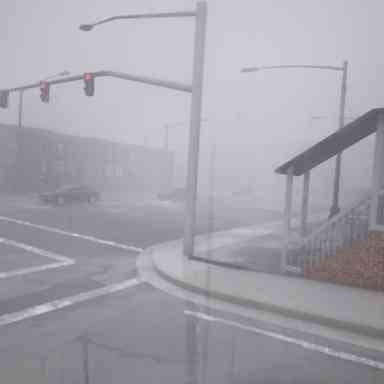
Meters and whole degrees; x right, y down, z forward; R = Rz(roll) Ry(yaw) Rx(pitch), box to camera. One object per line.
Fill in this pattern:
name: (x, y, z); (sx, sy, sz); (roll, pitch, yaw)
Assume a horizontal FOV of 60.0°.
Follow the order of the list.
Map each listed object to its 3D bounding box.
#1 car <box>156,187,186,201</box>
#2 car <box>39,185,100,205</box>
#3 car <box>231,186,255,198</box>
car: (-1.953, 0.201, 37.098); (1.837, 1.490, 4.892); (5, 3, 36)
car: (-9.613, 0.199, 26.449); (1.837, 1.490, 4.892); (5, 3, 35)
car: (7.851, -0.131, 50.538); (2.097, 1.767, 4.553); (5, 3, 36)
